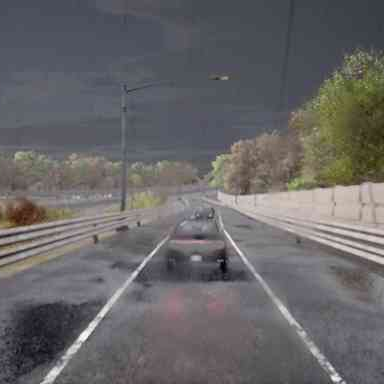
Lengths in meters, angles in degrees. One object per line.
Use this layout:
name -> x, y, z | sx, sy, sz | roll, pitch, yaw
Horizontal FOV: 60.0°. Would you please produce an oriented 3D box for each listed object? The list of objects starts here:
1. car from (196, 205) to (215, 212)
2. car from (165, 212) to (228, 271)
car -> 1.323, 2.326, 34.071 | 1.895, 1.301, 4.718 | 0, -2, 4
car -> 0.176, 1.656, 11.514 | 2.128, 1.511, 4.902 | 0, -1, 1
